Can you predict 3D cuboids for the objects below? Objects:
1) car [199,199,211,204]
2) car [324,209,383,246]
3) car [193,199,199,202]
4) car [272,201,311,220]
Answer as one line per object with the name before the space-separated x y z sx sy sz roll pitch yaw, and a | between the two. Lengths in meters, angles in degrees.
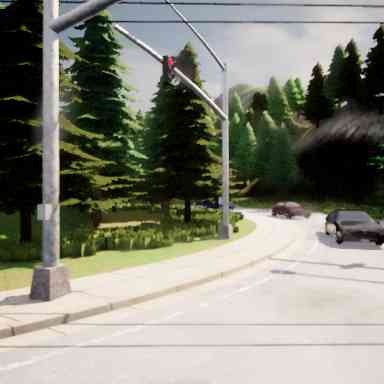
car | 3.409 1.474 41.774 1.882 1.535 5.008 0 0 -33
car | 7.482 1.545 15.743 2.033 1.411 5.357 0 0 14
car | 1.986 1.500 50.069 1.837 1.490 4.892 0 0 -37
car | 8.477 1.523 28.833 1.812 1.442 4.674 0 0 -10
